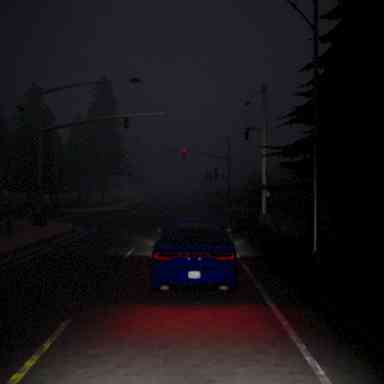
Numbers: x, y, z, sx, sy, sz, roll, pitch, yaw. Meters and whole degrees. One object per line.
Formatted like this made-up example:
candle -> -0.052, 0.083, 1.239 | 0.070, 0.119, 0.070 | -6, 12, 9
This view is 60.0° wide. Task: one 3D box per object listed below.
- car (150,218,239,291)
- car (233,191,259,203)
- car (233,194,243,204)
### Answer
car -> 0.061, 1.416, 8.845 | 1.882, 1.535, 5.008 | 0, 0, 0
car -> 8.437, 0.784, 52.322 | 3.866, 1.878, 1.905 | 0, 0, -1
car -> 8.851, 0.799, 49.812 | 4.605, 1.855, 1.932 | 0, 0, -1
